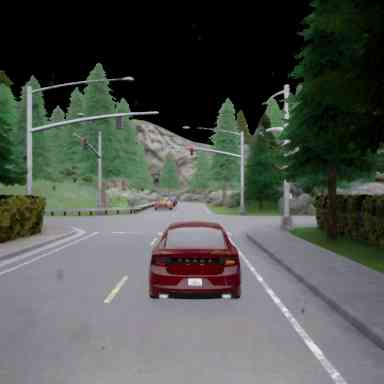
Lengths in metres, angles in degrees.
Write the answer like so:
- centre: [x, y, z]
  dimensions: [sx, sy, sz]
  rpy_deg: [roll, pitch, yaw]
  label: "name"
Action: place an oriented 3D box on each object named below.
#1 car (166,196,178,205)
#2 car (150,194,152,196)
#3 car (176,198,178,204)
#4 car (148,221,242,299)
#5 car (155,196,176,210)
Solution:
- centre: [-3.751, 1.478, 61.905]
  dimensions: [1.882, 1.535, 5.008]
  rpy_deg: [0, 0, -6]
  label: "car"
- centre: [-10.937, 1.355, 79.637]
  dimensions: [4.553, 1.767, 2.097]
  rpy_deg: [0, 0, 24]
  label: "car"
- centre: [-3.534, 1.478, 51.731]
  dimensions: [1.882, 1.535, 5.008]
  rpy_deg: [0, 0, 0]
  label: "car"
- centre: [0.075, 1.478, 8.490]
  dimensions: [1.882, 1.535, 5.008]
  rpy_deg: [0, 0, 0]
  label: "car"
- centre: [-3.554, 1.352, 42.594]
  dimensions: [2.097, 1.767, 4.553]
  rpy_deg: [0, 0, 0]
  label: "car"
